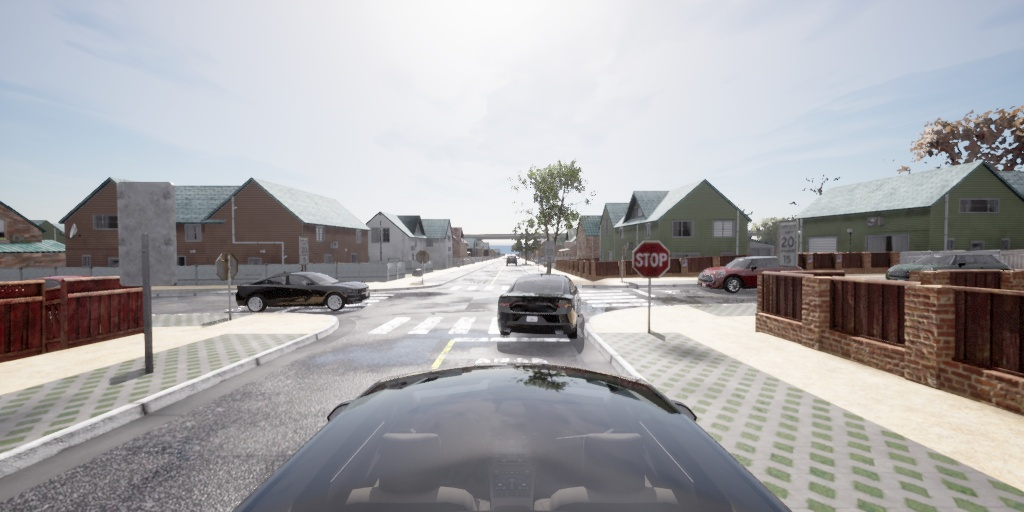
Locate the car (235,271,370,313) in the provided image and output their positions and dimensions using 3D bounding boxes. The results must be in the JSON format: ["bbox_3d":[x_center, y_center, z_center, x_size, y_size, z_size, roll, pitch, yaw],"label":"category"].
[{"bbox_3d":[-8.479,1.376,14.760,5.008,1.535,1.882,-1,2,0],"label":"car"}]

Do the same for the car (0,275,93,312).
[{"bbox_3d":[-18.032,1.546,14.689,5.008,1.535,1.882,-1,2,0],"label":"car"}]

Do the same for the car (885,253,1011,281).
[{"bbox_3d":[21.688,0.646,17.938,4.553,1.767,2.097,-1,2,0],"label":"car"}]

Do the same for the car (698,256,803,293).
[{"bbox_3d":[11.793,0.820,17.859,4.553,1.767,2.097,-1,2,0],"label":"car"}]

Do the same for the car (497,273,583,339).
[{"bbox_3d":[0.951,1.224,10.241,1.882,1.535,5.008,0,0,12],"label":"car"}]
